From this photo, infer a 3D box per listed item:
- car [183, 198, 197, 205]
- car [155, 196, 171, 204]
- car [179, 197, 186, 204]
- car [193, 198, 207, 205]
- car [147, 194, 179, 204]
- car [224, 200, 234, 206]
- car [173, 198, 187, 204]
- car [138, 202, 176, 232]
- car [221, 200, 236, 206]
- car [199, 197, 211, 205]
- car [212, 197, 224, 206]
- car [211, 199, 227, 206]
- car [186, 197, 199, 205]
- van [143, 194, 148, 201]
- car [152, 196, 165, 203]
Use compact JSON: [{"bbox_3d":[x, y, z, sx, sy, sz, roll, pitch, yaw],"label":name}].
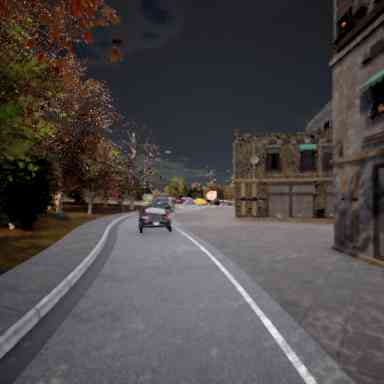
[{"bbox_3d":[-0.519,2.407,86.872,1.946,1.575,5.366,3,-2,-21],"label":"car"},{"bbox_3d":[-6.165,1.673,70.529,2.163,1.488,4.792,4,-2,-21],"label":"car"},{"bbox_3d":[-3.587,1.853,71.565,2.163,1.488,4.792,4,-2,-21],"label":"car"},{"bbox_3d":[2.092,2.561,87.858,1.946,1.575,5.366,3,-2,-21],"label":"car"},{"bbox_3d":[-3.190,1.386,37.707,2.150,2.045,5.566,0,-1,4],"label":"car"},{"bbox_3d":[6.839,2.493,75.464,2.231,1.521,4.892,3,-1,-21],"label":"car"},{"bbox_3d":[-3.073,2.275,85.739,2.163,1.488,4.792,4,-2,-21],"label":"car"},{"bbox_3d":[-2.271,1.535,20.107,1.812,1.442,4.674,0,0,-9],"label":"car"},{"bbox_3d":[9.856,2.954,90.587,2.097,1.535,5.008,3,-1,-21],"label":"car"},{"bbox_3d":[1.624,2.175,73.495,2.097,1.535,5.008,3,-2,-21],"label":"car"},{"bbox_3d":[4.234,2.088,74.519,2.435,2.045,5.566,3,-2,-21],"label":"car"},{"bbox_3d":[7.249,2.831,89.602,2.097,1.535,5.008,3,-1,-21],"label":"car"},{"bbox_3d":[-0.977,1.878,72.553,2.185,1.767,4.553,4,-2,-21],"label":"car"},{"bbox_3d":[-10.818,1.489,82.650,1.878,1.987,4.442,4,-1,-21],"label":"van"},{"bbox_3d":[-8.383,1.925,83.706,2.002,1.452,4.674,4,-2,-21],"label":"car"}]
